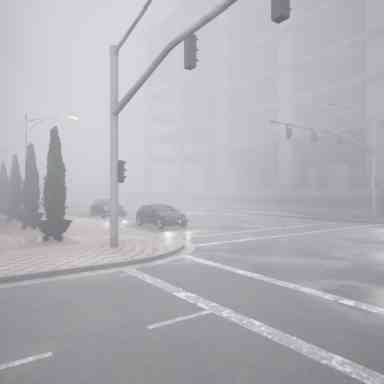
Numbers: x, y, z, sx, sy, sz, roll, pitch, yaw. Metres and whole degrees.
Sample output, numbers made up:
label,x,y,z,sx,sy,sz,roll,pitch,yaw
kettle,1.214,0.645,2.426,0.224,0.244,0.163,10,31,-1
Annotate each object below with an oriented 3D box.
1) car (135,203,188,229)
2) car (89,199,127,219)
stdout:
label,x,y,z,sx,sy,sz,roll,pitch,yaw
car,-2.132,1.560,22.296,1.837,1.490,4.892,0,0,-35
car,-7.672,1.412,30.224,2.097,1.767,4.553,0,0,-35
